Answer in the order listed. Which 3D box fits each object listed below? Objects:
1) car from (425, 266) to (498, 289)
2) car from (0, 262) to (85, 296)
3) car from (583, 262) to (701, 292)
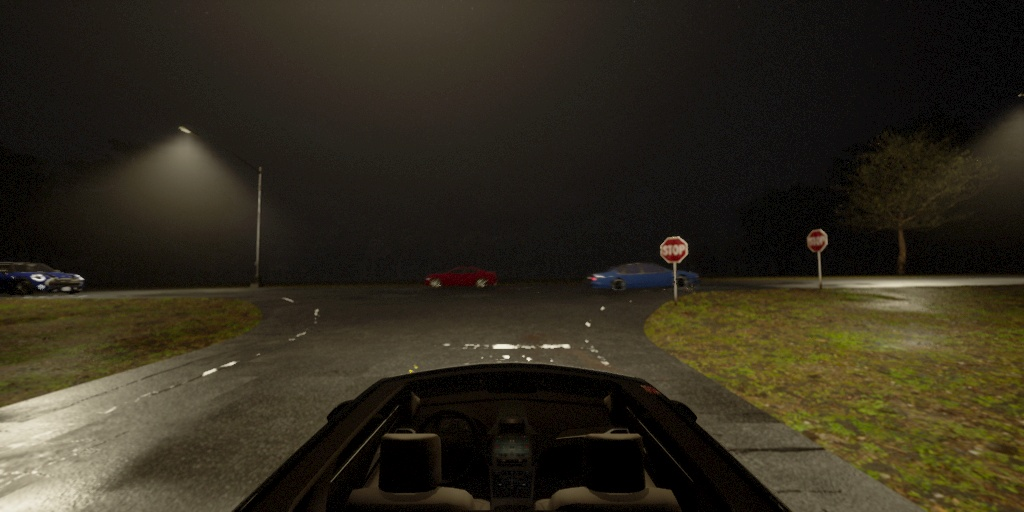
[{"bbox_3d":[-3.481,1.476,24.740,5.008,1.535,1.882,0,-2,0],"label":"car"},{"bbox_3d":[-24.467,1.091,17.935,4.553,1.767,2.097,-1,-3,1],"label":"car"},{"bbox_3d":[6.325,1.018,17.837,5.357,1.411,2.033,-3,-2,-1],"label":"car"}]
